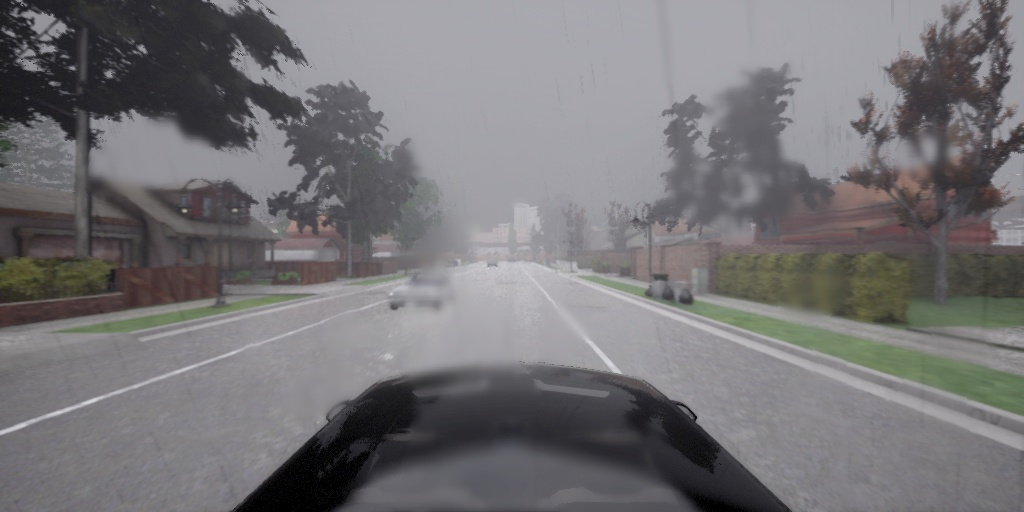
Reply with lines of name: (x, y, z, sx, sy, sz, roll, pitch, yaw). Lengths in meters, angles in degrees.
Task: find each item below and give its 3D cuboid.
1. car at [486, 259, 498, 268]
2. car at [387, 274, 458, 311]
car: (-3.508, 1.325, 64.319, 1.837, 1.490, 4.892, 0, 1, 0)
car: (-3.503, 1.412, 14.744, 1.895, 1.301, 4.718, 0, 0, 0)
